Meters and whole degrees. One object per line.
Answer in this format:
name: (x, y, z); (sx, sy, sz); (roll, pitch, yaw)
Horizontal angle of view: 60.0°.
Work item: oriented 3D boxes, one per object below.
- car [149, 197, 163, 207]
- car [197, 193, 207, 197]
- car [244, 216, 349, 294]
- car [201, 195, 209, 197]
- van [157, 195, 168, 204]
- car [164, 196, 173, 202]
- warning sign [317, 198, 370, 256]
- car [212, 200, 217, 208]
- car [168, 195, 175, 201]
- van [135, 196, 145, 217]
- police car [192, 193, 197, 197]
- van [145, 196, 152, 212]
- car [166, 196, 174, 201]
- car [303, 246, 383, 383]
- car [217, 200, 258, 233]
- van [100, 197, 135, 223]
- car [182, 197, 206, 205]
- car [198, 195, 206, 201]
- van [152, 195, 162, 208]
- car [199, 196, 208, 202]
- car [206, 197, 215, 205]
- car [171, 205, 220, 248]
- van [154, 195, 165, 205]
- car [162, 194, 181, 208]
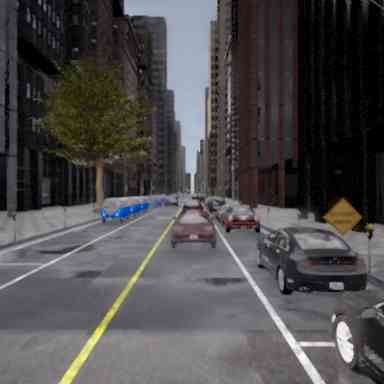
car: (-5.739, 1.599, 53.506); (1.887, 1.381, 4.507); (0, 0, 0)
car: (2.795, 1.401, 75.987); (2.192, 1.841, 5.009); (0, 0, 0)
car: (2.767, 1.557, 8.561); (2.008, 1.369, 4.403); (0, 0, 0)
car: (2.786, 1.579, 53.681); (1.752, 1.417, 4.829); (0, 0, 0)
van: (-5.734, 1.410, 64.744); (1.690, 1.788, 3.998); (0, 0, 0)
car: (-5.728, 1.621, 81.428); (1.752, 1.417, 4.829); (0, 0, 0)
warning sign: (5.071, 1.124, 11.209); (1.300, 1.860, 1.060); (0, 0, 0)
car: (2.774, 1.547, 25.587); (1.752, 1.417, 4.829); (0, 0, 0)
car: (-5.723, 1.662, 92.835); (1.887, 1.381, 4.507); (0, 0, 0)
van: (-5.748, 1.368, 31.033); (1.690, 1.788, 3.998); (0, 0, 0)
police car: (0.939, 1.540, 91.321); (1.930, 1.638, 5.238); (0, 0, 0)
van: (-5.746, 1.374, 36.652); (1.690, 1.788, 3.998); (0, 0, 0)
car: (-5.725, 1.657, 87.223); (2.008, 1.369, 4.403); (0, 0, 0)
car: (2.765, 1.553, 2.942); (2.008, 1.369, 4.403); (0, 0, 0)
car: (2.772, 1.456, 19.799); (1.967, 1.590, 4.097); (0, 0, 0)
van: (-5.751, 1.363, 25.415); (1.690, 1.788, 3.998); (0, 0, 0)
car: (0.088, 1.504, 30.398); (1.882, 1.535, 5.008); (0, 0, 1)
car: (2.802, 1.668, 92.842); (2.008, 1.369, 4.403); (0, 0, 0)
van: (-5.741, 1.388, 47.889); (1.690, 1.788, 3.998); (0, 0, 0)
car: (2.797, 1.647, 81.605); (2.008, 1.369, 4.403); (0, 0, 0)
car: (2.779, 1.599, 36.655); (1.947, 1.339, 4.313); (0, 0, 0)
car: (0.079, 1.537, 14.818); (1.812, 1.442, 4.674); (0, 0, 0)
van: (-5.737, 1.402, 59.125); (1.690, 1.788, 3.998); (0, 0, 0)
car: (-3.060, 1.527, 50.471); (1.882, 1.535, 5.008); (0, 0, 0)
